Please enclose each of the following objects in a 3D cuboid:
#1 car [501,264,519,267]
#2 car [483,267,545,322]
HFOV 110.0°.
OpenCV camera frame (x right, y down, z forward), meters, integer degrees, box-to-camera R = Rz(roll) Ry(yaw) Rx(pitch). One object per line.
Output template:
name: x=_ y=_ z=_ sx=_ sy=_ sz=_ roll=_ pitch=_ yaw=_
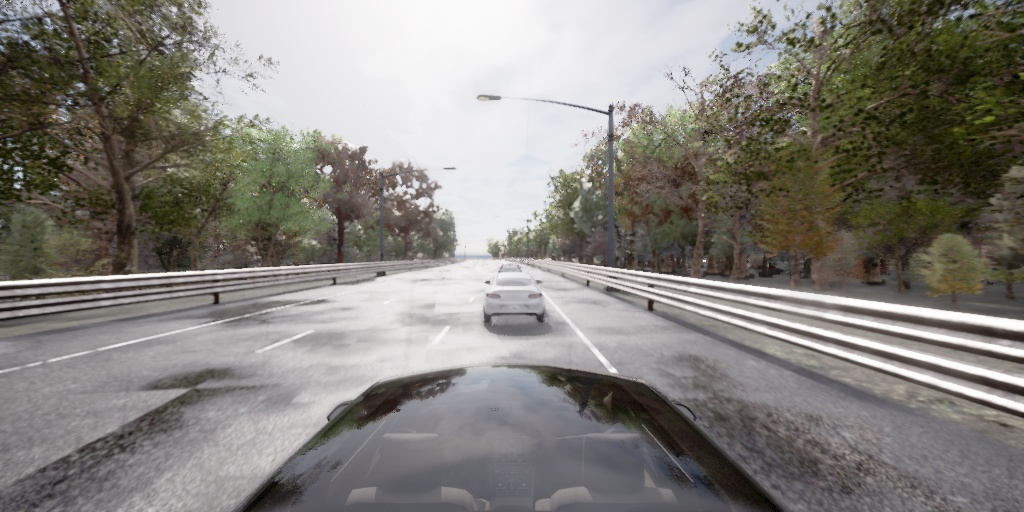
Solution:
car: x=-0.173 y=1.284 z=29.861 sx=1.895 sy=1.301 sz=4.718 roll=0 pitch=0 yaw=-1
car: x=0.053 y=1.250 z=12.119 sx=1.812 sy=1.442 sz=4.674 roll=0 pitch=0 yaw=0
